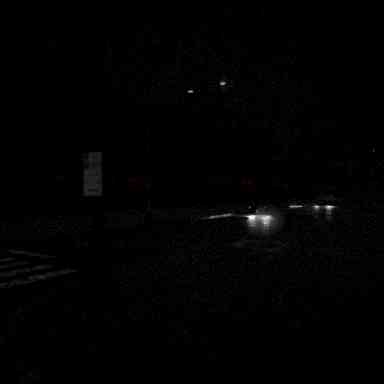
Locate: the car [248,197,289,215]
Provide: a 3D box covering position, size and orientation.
[{"bbox_3d":[6.764,1.144,28.909,2.033,1.411,5.357,-1,0,36],"label":"car"}]

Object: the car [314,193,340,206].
[{"bbox_3d":[17.748,1.041,44.127,1.812,1.442,4.674,-1,-1,36],"label":"car"}]
